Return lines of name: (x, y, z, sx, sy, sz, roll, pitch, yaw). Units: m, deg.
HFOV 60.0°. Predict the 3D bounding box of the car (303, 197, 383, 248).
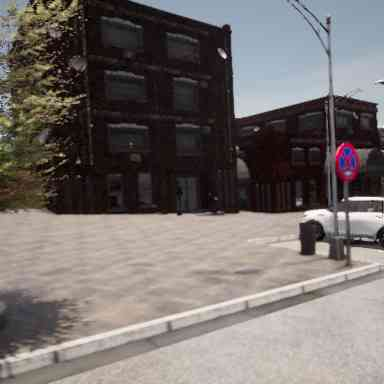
car: (7.415, 1.209, 14.311, 2.435, 2.045, 5.566, 0, 0, -35)
